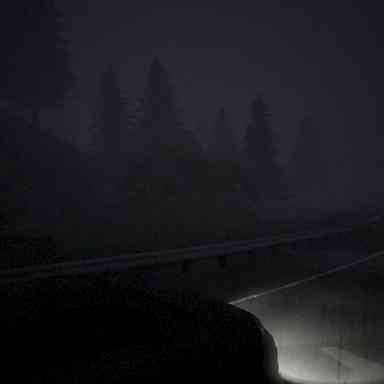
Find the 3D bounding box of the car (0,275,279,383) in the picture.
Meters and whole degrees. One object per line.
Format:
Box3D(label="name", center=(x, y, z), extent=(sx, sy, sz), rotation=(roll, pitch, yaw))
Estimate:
Box3D(label="car", center=(-1.073, 1.572, 3.247), extent=(4.181, 1.385, 1.994), rotation=(0, 0, -37))
